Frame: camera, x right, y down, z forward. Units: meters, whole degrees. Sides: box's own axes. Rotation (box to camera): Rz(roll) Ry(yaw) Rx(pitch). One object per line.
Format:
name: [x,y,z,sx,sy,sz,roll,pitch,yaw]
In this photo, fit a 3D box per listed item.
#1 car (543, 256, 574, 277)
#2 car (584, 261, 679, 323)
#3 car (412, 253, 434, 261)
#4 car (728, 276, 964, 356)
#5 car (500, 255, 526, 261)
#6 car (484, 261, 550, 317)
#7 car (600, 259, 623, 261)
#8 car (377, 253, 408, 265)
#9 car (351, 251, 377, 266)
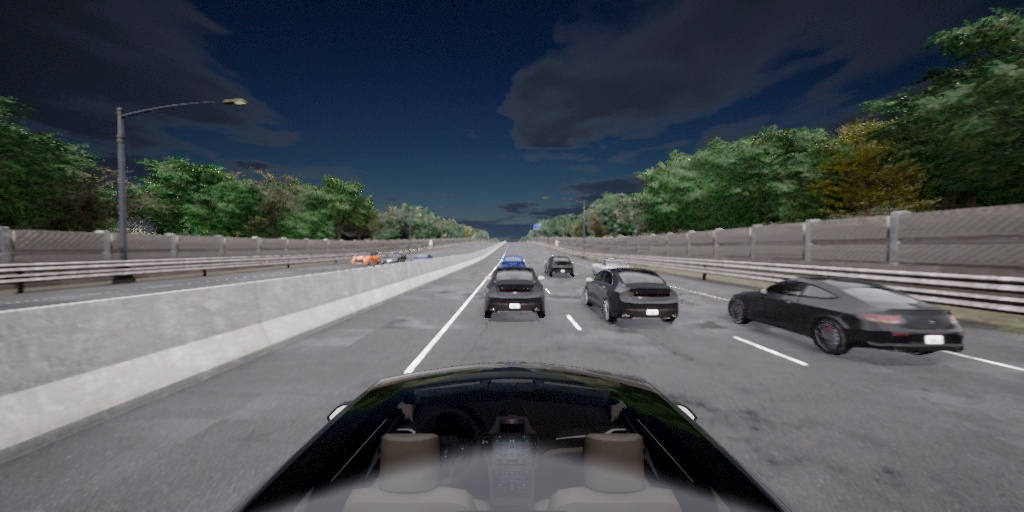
car: [3.583,0.747,27.685,1.837,1.490,4.892,0,1,0]
car: [3.581,1.113,11.536,1.837,1.490,4.892,0,2,0]
car: [-10.591,0.414,43.056,1.812,1.442,4.674,0,1,0]
car: [7.068,1.191,8.295,1.812,1.442,4.674,0,1,0]
car: [0.086,0.691,28.960,1.882,1.535,5.008,0,1,0]
car: [0.084,1.093,12.398,1.837,1.490,4.892,0,1,0]
car: [7.079,0.886,25.806,1.895,1.301,4.718,0,1,0]
car: [-14.088,0.366,43.578,2.128,1.511,4.902,0,1,0]
car: [-17.585,0.232,43.312,2.097,1.767,4.553,0,2,0]
